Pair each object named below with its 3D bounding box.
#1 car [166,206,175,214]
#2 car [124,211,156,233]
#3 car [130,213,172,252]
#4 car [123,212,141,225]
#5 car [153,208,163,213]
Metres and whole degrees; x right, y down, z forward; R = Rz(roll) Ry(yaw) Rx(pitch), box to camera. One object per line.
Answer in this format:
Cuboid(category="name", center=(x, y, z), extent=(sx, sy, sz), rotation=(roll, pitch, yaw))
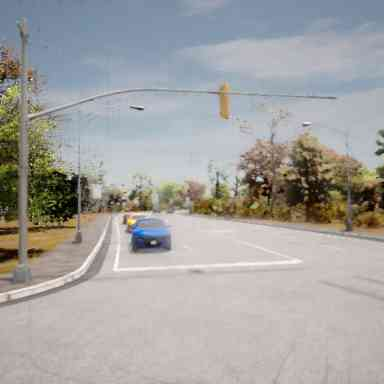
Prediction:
Cuboid(category="car", center=(-6.108, 5.291, 90.884), extent=(1.895, 1.301, 4.718), rotation=(0, -2, -3))
Cuboid(category="car", center=(-4.406, 2.533, 27.782), extent=(1.882, 1.535, 5.008), rotation=(0, -2, -13))
Cuboid(category="car", center=(-2.212, 2.146, 17.707), extent=(1.882, 1.535, 5.008), rotation=(0, -2, -11))
Cuboid(category="car", center=(-7.238, 3.157, 40.054), extent=(1.895, 1.301, 4.718), rotation=(0, -2, -13))
Cuboid(category="car", center=(-9.579, 5.205, 90.388), extent=(1.837, 1.490, 4.892), rotation=(0, -2, -3))
